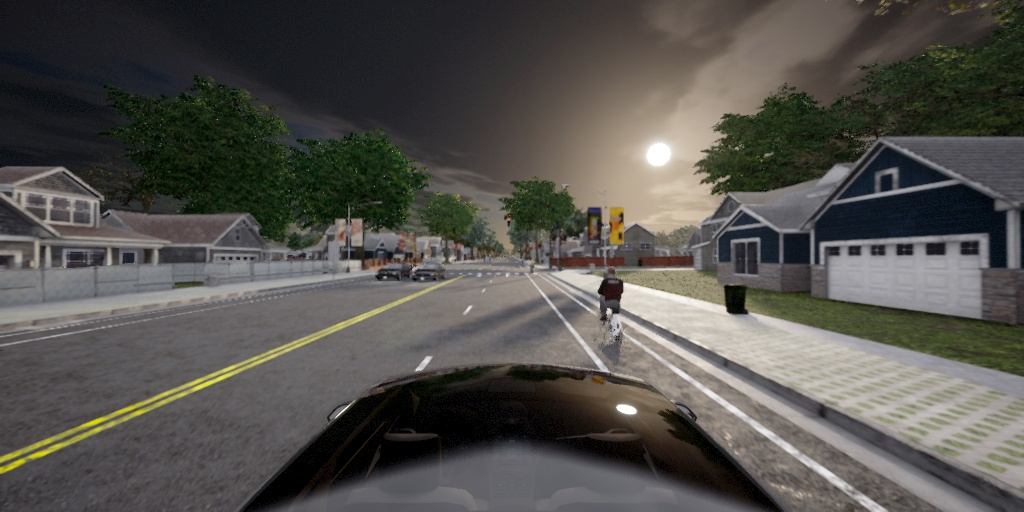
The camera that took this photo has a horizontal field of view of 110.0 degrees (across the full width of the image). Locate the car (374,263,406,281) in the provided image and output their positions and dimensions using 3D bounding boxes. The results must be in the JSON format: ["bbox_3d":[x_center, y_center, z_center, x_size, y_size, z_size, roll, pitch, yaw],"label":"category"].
[{"bbox_3d":[-9.826,1.288,30.416,2.033,1.411,5.357,0,0,0],"label":"car"}]

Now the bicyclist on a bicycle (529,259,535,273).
[{"bbox_3d":[2.312,1.173,41.223,0.866,1.612,1.509,0,0,-1],"label":"bicyclist on a bicycle"}]

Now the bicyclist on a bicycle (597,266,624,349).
[{"bbox_3d":[2.239,1.119,8.282,0.659,1.776,1.843,0,0,0],"label":"bicyclist on a bicycle"}]

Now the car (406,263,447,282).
[{"bbox_3d":[-6.585,1.288,29.052,2.033,1.411,5.357,0,0,0],"label":"car"}]
